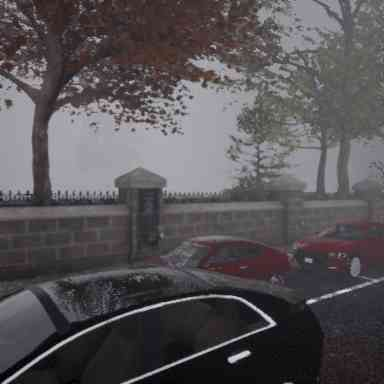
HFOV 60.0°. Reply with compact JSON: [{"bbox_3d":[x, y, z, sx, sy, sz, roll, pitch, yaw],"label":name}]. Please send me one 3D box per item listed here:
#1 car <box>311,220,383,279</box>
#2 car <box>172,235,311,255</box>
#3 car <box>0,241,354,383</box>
[{"bbox_3d":[4.903,1.556,10.064,4.507,1.381,1.887,0,0,-36],"label":"car"},{"bbox_3d":[0.321,1.587,6.792,4.206,1.307,1.802,0,0,-36],"label":"car"},{"bbox_3d":[-0.882,1.506,2.747,4.892,1.490,1.837,0,0,-36],"label":"car"}]
